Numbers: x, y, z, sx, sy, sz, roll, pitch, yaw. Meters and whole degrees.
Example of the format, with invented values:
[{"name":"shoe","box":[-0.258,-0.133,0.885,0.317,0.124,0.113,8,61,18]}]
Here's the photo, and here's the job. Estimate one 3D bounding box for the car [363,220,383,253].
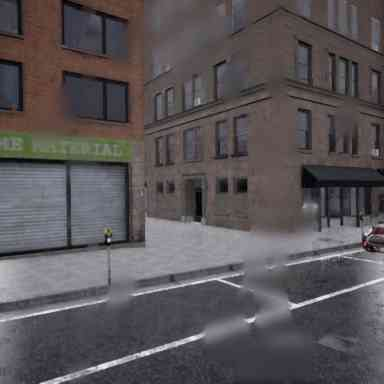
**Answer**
[{"name":"car","box":[8.157,1.439,12.428,4.097,1.590,1.967,0,-1,-35]}]
